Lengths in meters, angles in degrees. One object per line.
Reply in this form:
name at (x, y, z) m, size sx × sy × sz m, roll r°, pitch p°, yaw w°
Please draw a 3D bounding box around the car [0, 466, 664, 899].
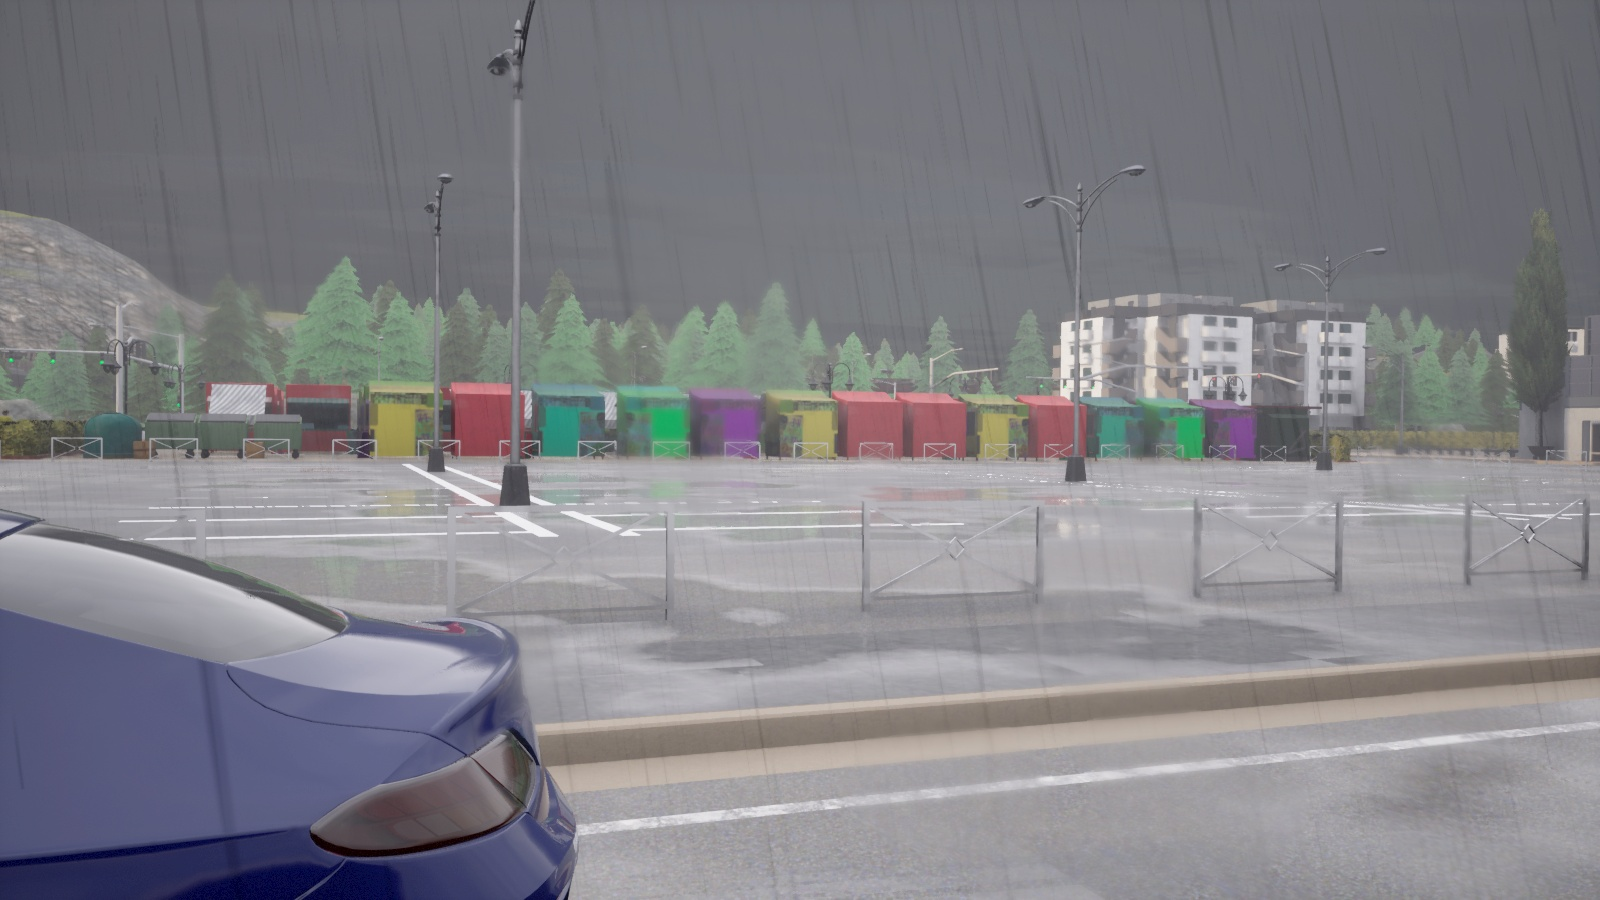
car at (-2.743, 0.818, 2.198) m, size 4.674 × 1.442 × 1.812 m, roll -1°, pitch 1°, yaw -21°
